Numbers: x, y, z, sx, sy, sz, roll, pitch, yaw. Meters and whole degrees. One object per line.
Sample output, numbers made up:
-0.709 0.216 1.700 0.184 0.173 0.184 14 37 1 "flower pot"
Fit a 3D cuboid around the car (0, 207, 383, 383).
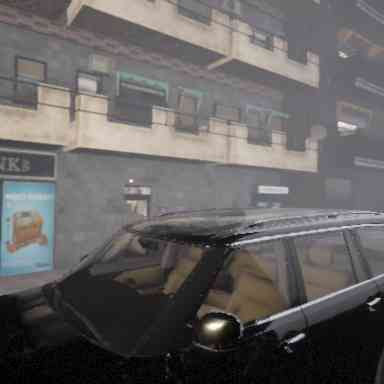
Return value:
0.170 1.222 3.193 5.566 2.045 2.150 0 0 -36 "car"
